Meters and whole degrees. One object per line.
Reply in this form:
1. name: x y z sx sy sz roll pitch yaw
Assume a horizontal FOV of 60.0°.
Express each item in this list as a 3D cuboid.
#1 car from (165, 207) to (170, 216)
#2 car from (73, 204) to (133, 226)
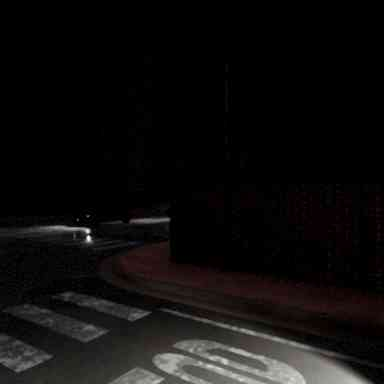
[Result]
1. car: -0.576 1.660 32.259 1.895 1.301 4.718 0 0 32
2. car: -6.256 1.584 23.990 1.812 1.442 4.674 0 0 35
